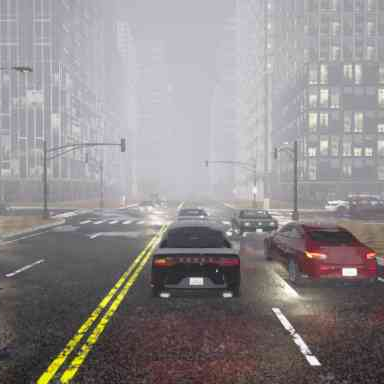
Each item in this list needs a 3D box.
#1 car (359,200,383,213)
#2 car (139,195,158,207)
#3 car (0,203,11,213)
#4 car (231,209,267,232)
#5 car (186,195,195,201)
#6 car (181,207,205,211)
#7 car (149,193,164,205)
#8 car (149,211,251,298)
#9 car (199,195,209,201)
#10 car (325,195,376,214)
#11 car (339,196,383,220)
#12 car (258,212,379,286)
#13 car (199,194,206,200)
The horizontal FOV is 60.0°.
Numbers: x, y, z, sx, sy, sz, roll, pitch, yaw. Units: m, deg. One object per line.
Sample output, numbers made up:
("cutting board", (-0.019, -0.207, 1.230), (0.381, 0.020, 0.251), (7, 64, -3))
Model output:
("car", (21.677, 1.643, 37.478), (4.829, 1.417, 1.752), (1, 0, 1))
("car", (-6.771, 1.528, 50.633), (1.994, 1.385, 4.181), (0, 0, 0))
("car", (-20.096, 1.364, 32.229), (4.674, 1.442, 1.812), (1, 1, 1))
("car", (3.284, 1.591, 18.426), (1.895, 1.301, 4.718), (0, 0, 0))
("car", (-0.288, 1.425, 80.946), (1.837, 1.490, 4.892), (0, 0, 0))
("car", (0.033, 1.538, 18.362), (2.033, 1.411, 5.357), (0, 0, 0))
("car", (-6.788, 1.175, 59.666), (2.150, 2.045, 5.566), (0, 0, 0))
("car", (0.065, 1.474, 8.541), (1.882, 1.535, 5.008), (0, 0, 0))
("car", (2.975, 1.455, 77.777), (2.128, 1.511, 4.902), (0, 0, 0))
("car", (17.042, 1.340, 34.940), (5.566, 2.045, 2.150), (1, 1, 1))
("car", (16.097, 1.519, 29.172), (5.009, 1.841, 2.192), (1, 0, 1))
("car", (3.317, 1.521, 9.307), (1.812, 1.442, 4.674), (0, 0, 0))
("car", (2.924, 1.431, 91.806), (1.812, 1.442, 4.674), (0, 0, 0))
